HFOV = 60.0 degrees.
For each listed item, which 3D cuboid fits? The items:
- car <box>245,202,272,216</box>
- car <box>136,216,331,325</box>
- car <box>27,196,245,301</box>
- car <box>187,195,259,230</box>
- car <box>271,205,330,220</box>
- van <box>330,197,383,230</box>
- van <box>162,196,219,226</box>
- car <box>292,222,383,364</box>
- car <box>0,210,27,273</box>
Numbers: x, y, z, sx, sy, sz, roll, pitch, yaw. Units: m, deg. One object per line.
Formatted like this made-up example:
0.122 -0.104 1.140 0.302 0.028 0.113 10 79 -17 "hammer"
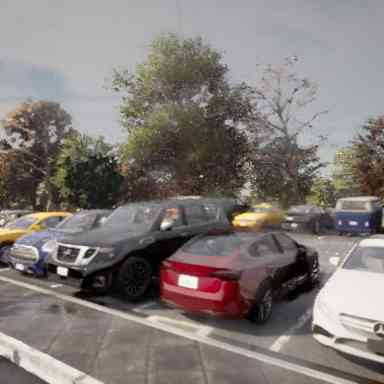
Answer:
4.428 1.499 20.947 1.946 1.575 5.366 0 0 36 "car"
1.293 1.522 7.377 2.163 1.488 4.792 0 0 36 "car"
-1.001 1.245 8.944 2.435 2.045 5.566 0 0 36 "car"
2.298 1.261 22.730 2.435 2.045 5.566 -1 0 36 "car"
6.784 1.497 19.484 2.231 1.521 4.892 0 0 36 "car"
9.110 1.265 17.975 1.878 1.987 4.442 0 0 36 "van"
-0.003 1.308 24.483 1.878 1.987 4.442 -1 0 36 "van"
3.536 1.528 5.742 2.002 1.452 4.674 0 0 36 "car"
-3.221 1.378 10.603 2.185 1.767 4.553 0 0 36 "car"
